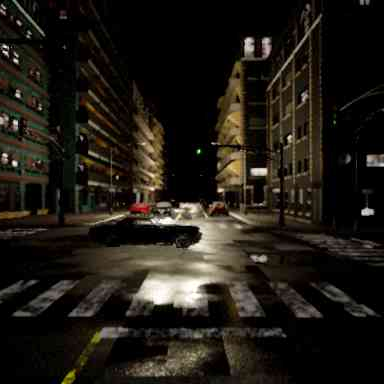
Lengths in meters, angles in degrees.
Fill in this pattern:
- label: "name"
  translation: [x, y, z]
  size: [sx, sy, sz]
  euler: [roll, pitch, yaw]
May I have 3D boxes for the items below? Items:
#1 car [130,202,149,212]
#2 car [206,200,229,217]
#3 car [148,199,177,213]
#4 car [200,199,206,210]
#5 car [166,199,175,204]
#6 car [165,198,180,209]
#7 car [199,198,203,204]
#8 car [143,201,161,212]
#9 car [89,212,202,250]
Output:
- label: "car"
  translation: [-5.734, 1.907, 37.002]
  size: [1.887, 1.381, 4.507]
  euler: [0, -1, 0]
- label: "car"
  translation: [2.848, 1.791, 35.771]
  size: [1.967, 1.590, 4.097]
  euler: [0, -1, 0]
- label: "car"
  translation: [-3.052, 1.843, 35.867]
  size: [2.128, 1.511, 4.902]
  euler: [0, -1, 0]
- label: "car"
  translation: [2.755, 2.090, 52.760]
  size: [1.947, 1.339, 4.313]
  euler: [0, -1, 0]
- label: "car"
  translation: [-5.586, 2.431, 86.754]
  size: [2.008, 1.369, 4.403]
  euler: [0, -1, 0]
- label: "car"
  translation: [-2.995, 2.103, 54.133]
  size: [1.994, 1.385, 4.181]
  euler: [0, -1, 1]
- label: "car"
  translation: [2.768, 2.186, 64.088]
  size: [1.887, 1.381, 4.507]
  euler: [0, -1, 0]
- label: "car"
  translation: [-5.632, 2.016, 47.104]
  size: [2.008, 1.369, 4.403]
  euler: [0, -1, 0]
- label: "car"
  translation: [-1.908, 1.729, 14.561]
  size: [4.718, 1.301, 1.895]
  euler: [1, -1, 0]
